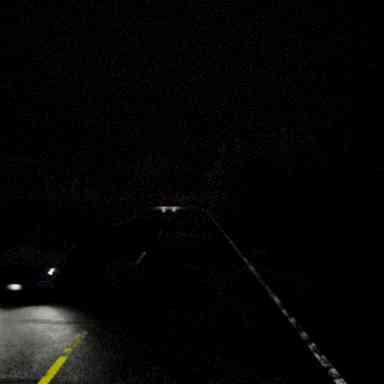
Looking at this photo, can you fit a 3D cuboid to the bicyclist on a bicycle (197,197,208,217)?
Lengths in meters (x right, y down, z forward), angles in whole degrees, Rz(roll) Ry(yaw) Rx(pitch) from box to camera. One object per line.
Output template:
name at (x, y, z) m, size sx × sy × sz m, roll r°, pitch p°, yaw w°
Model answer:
bicyclist on a bicycle at (0.995, 1.443, 29.953) m, size 0.866 × 1.612 × 1.509 m, roll 0°, pitch 0°, yaw 0°

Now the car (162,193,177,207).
car at (-3.532, 1.235, 52.663) m, size 2.150 × 2.045 × 5.566 m, roll 0°, pitch 0°, yaw 0°

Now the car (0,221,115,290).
car at (-3.594, 1.549, 9.420) m, size 2.033 × 1.411 × 5.357 m, roll 0°, pitch 0°, yaw 0°

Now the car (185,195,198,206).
car at (0.132, 1.539, 56.932) m, size 1.812 × 1.442 × 4.674 m, roll 0°, pitch 0°, yaw 0°

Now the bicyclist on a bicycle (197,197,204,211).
bicyclist on a bicycle at (1.002, 1.445, 39.327) m, size 0.866 × 1.612 × 1.509 m, roll 0°, pitch 0°, yaw 0°
